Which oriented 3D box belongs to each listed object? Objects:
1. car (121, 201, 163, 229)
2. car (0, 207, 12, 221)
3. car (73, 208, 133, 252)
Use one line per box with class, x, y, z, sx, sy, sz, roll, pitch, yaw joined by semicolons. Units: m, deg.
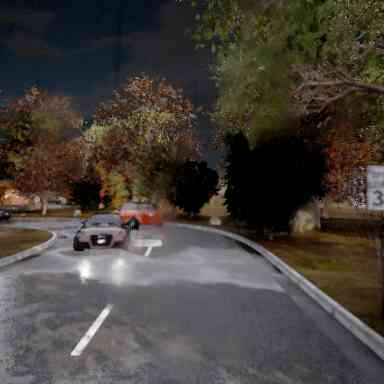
car;-3.894;1.465;22.604;2.097;1.767;4.553;1;-1;-38
car;-17.184;1.742;27.334;4.181;1.385;1.994;0;-1;1
car;-3.620;1.592;14.000;1.994;1.385;4.181;0;0;-10
